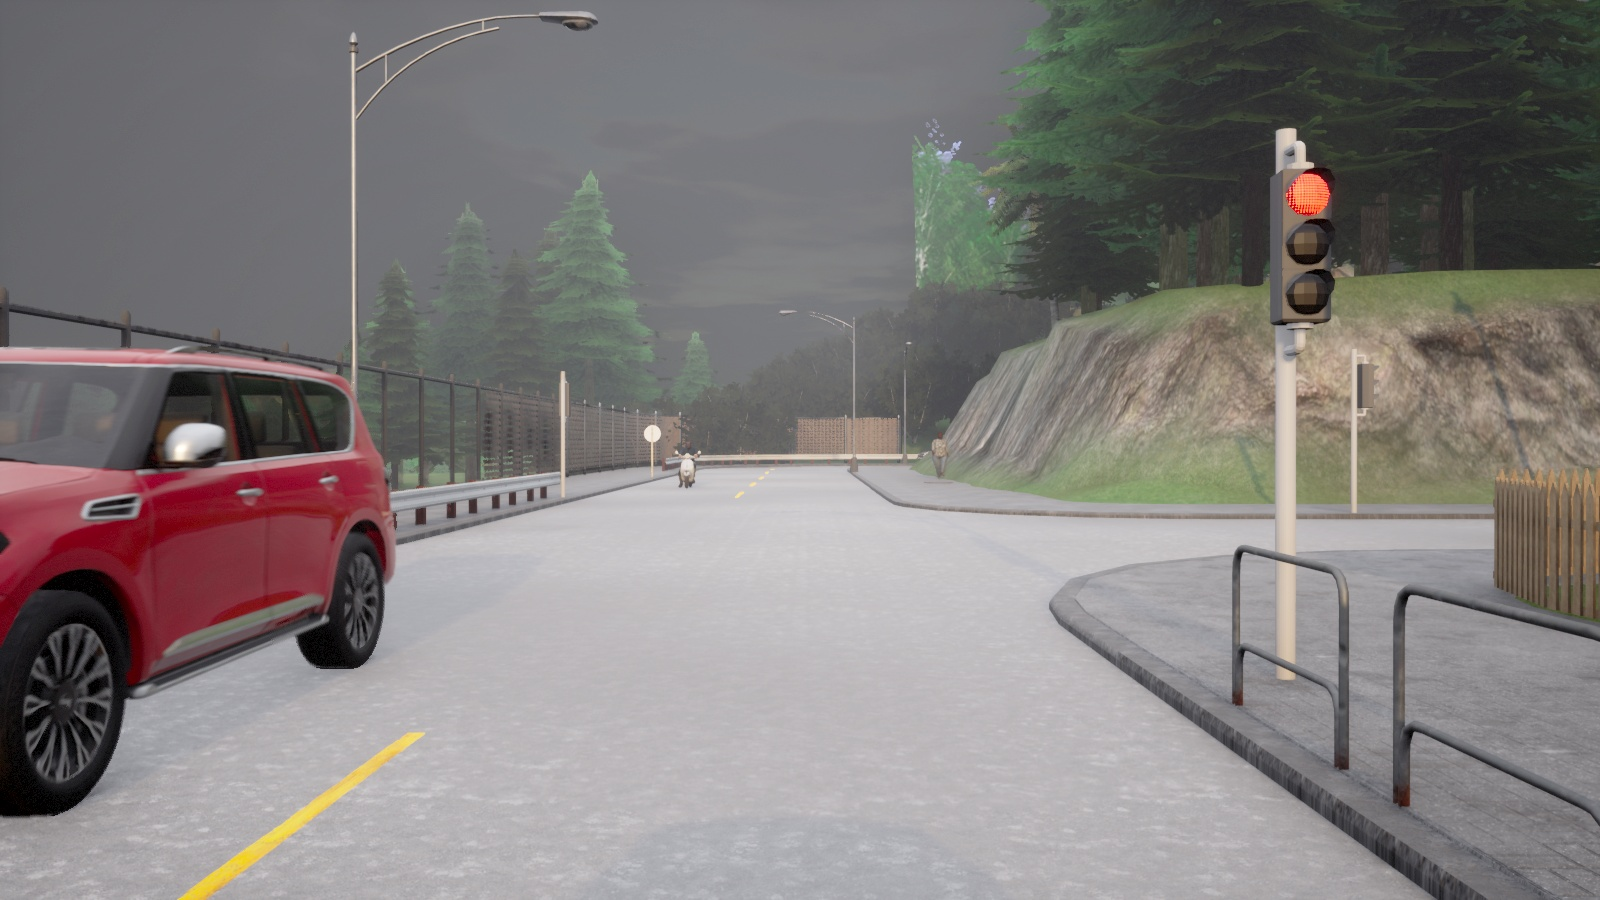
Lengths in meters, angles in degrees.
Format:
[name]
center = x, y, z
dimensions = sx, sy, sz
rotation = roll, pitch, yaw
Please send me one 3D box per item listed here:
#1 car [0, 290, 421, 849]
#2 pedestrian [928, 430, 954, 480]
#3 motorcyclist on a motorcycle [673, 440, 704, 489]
[car]
center = -3.984, 0.424, 6.783
dimensions = 2.150, 2.045, 5.566
rotation = 0, 0, 1
[pedestrian]
center = 5.303, 0.194, 47.324
dimensions = 0.874, 1.855, 0.900
rotation = 0, 0, -1
[motorcyclist on a motorcycle]
center = -3.707, 0.461, 41.817
dimensions = 0.866, 1.590, 1.817
rotation = 0, 0, 0
